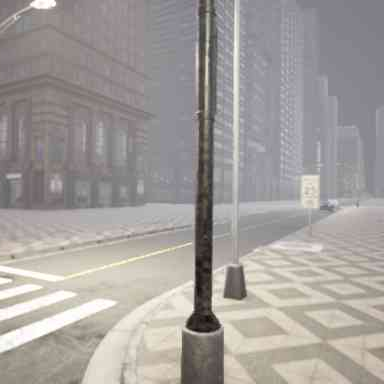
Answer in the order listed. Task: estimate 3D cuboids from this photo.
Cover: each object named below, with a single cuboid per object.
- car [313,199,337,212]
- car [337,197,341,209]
[{"bbox_3d":[17.020,1.643,42.825,2.097,1.767,4.553,0,0,28],"label":"car"},{"bbox_3d":[21.710,1.910,51.485,1.812,1.442,4.674,0,0,28],"label":"car"}]
